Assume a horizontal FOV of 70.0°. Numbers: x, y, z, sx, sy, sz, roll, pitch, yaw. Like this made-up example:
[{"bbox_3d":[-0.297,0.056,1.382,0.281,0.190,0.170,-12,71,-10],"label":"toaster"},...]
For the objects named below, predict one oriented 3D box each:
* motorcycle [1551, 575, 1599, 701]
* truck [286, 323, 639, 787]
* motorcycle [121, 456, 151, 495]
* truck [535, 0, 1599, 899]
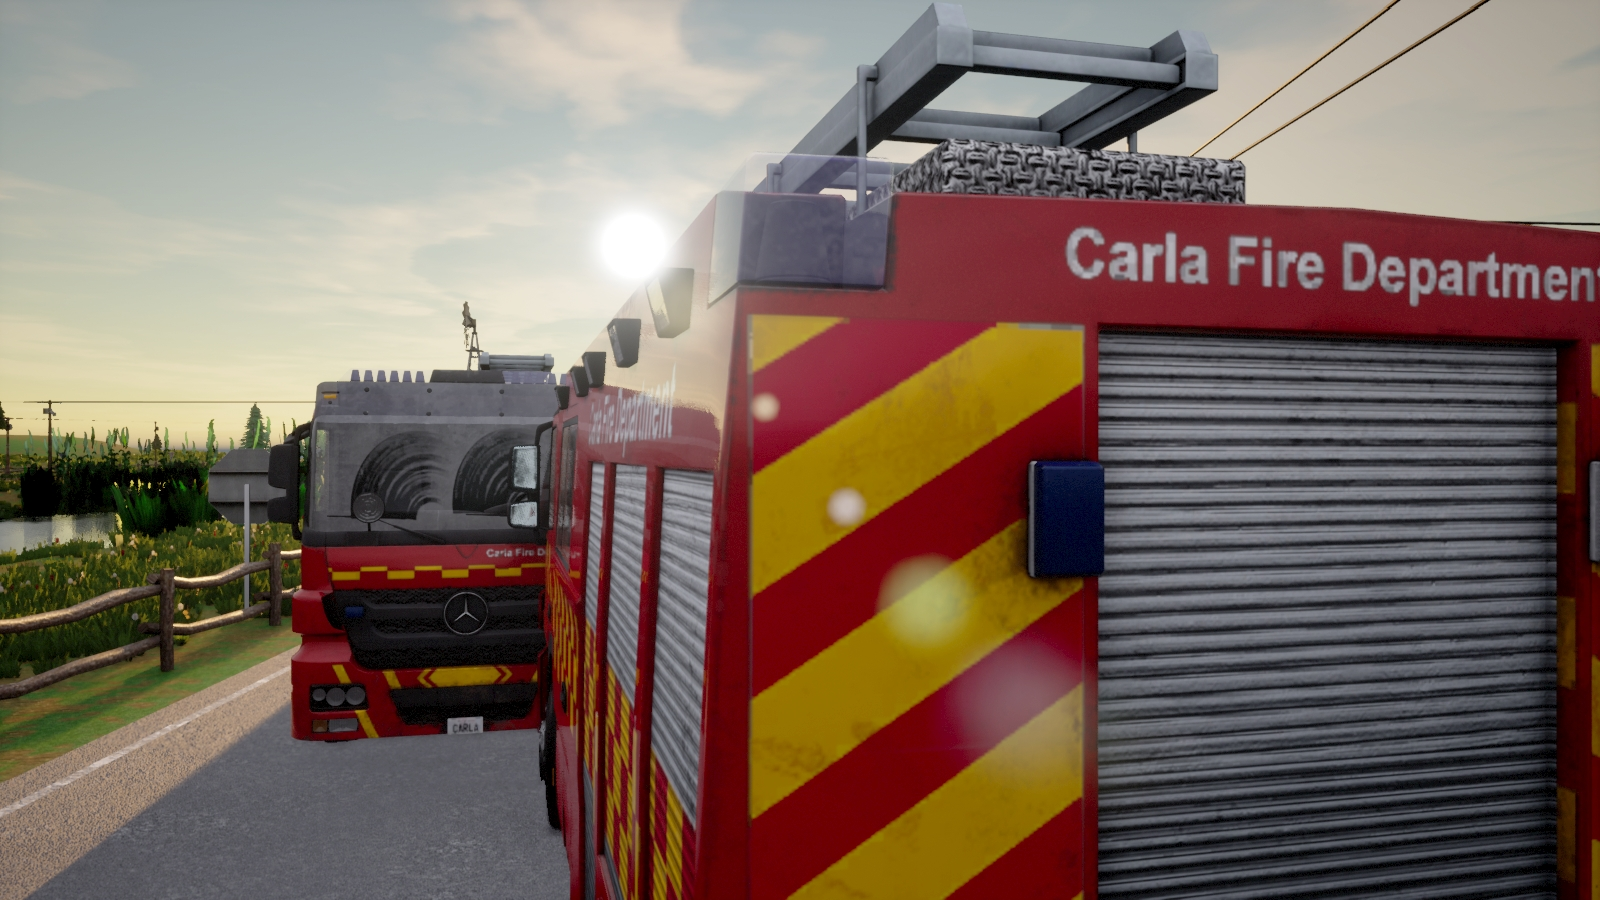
[{"bbox_3d":[9.787,2.142,13.127,1.805,1.316,0.856,0,0,-7],"label":"motorcycle"},{"bbox_3d":[-3.910,0.862,13.876,2.891,3.827,8.468,0,0,-15],"label":"truck"},{"bbox_3d":[-41.331,1.577,71.182,0.803,2.348,2.033,0,0,-4],"label":"motorcycle"},{"bbox_3d":[0.026,0.867,6.874,2.891,3.827,8.468,0,0,-15],"label":"truck"}]
